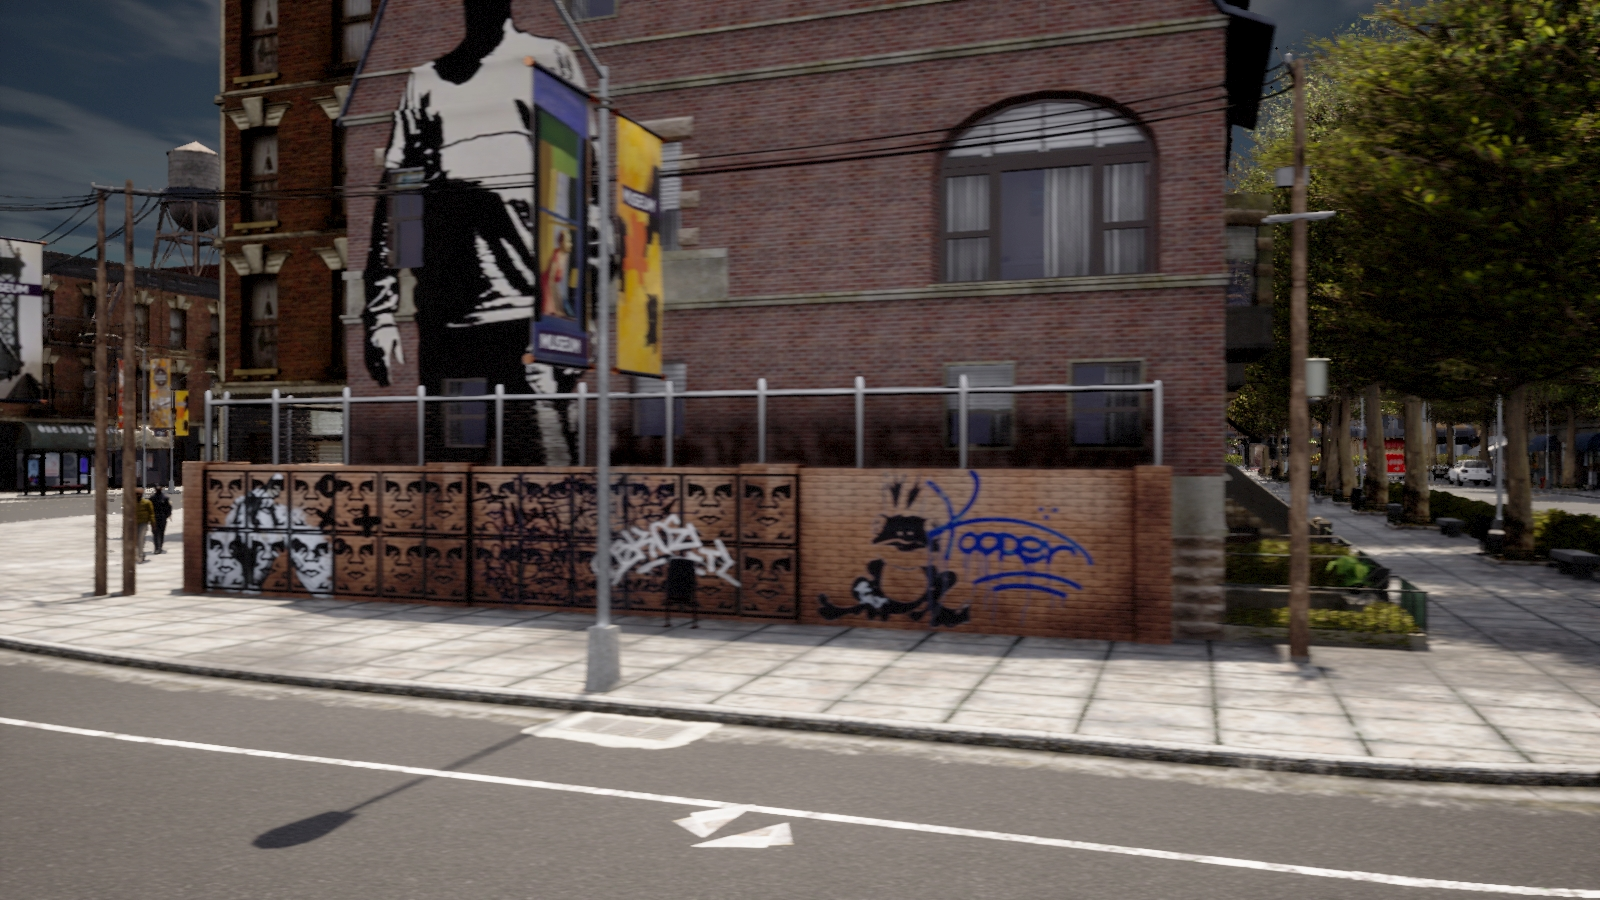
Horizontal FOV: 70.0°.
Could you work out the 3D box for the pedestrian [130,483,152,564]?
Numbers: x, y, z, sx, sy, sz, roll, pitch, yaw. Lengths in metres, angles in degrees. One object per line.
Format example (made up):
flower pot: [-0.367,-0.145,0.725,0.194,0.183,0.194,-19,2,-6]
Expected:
pedestrian: [-15.377,1.697,26.669,0.375,1.860,0.375,0,0,-20]

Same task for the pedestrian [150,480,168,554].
pedestrian: [-16.370,1.697,29.181,0.375,1.860,0.375,0,0,-24]
